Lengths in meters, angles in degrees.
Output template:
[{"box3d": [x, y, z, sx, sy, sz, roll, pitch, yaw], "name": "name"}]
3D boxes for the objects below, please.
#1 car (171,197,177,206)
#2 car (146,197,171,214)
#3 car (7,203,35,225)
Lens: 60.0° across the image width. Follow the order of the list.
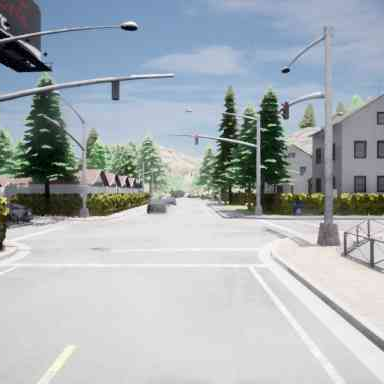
[{"box3d": [-3.556, 1.547, 55.586, 2.033, 1.411, 5.357, 0, 0, 0], "name": "car"}, {"box3d": [-3.613, 1.478, 34.961, 1.882, 1.535, 5.008, 0, 0, 0], "name": "car"}, {"box3d": [-12.510, 1.366, 21.539, 4.181, 1.385, 1.994, 0, 0, 0], "name": "car"}]
